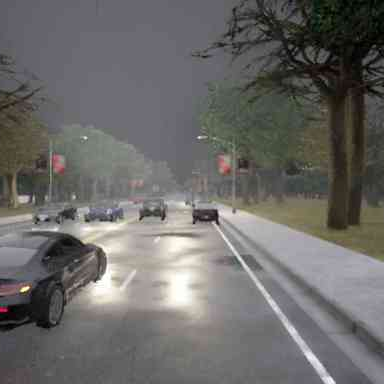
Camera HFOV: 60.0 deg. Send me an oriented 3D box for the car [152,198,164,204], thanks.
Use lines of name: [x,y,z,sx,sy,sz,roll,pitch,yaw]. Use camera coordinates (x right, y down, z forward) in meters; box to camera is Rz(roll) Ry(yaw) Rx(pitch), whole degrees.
car: [-6.852,1.799,67.745,1.895,1.301,4.718,0,0,-1]

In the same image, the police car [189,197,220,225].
police car: [0.945,1.461,24.749,1.930,1.638,5.238,0,0,0]

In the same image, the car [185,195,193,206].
car: [-0.267,1.735,60.344,1.994,1.385,4.181,0,0,-1]

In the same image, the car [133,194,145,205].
car: [-10.079,1.413,64.673,2.150,2.045,5.566,0,0,0]

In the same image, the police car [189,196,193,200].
police car: [0.902,1.491,34.761,1.930,1.638,5.238,0,0,0]

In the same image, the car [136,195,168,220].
car: [-3.196,1.398,28.684,2.097,1.767,4.553,0,0,0]

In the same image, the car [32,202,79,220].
car: [-9.878,1.525,24.417,2.128,1.511,4.902,0,0,0]

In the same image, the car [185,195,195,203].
car: [-0.451,1.494,76.281,2.097,1.767,4.553,0,0,-1]

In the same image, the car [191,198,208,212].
car: [0.868,1.565,40.659,1.882,1.535,5.008,0,0,0]

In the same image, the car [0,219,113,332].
car: [-3.152,1.530,6.808,1.812,1.442,4.674,0,0,0]

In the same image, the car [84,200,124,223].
car: [-6.632,1.388,25.458,2.097,1.767,4.553,0,0,0]
